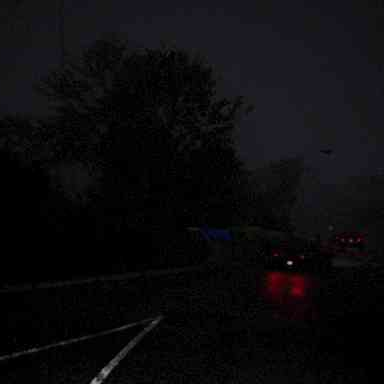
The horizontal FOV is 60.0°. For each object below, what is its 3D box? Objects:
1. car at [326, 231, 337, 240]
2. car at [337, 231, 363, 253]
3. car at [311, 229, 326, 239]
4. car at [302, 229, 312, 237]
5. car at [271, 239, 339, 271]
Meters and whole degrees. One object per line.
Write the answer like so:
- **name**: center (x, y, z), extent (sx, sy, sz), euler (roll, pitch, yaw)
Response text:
- **car**: center (20.591, 6.436, 46.341), extent (2.150, 2.045, 5.566), euler (0, -5, 14)
- **car**: center (16.719, 5.178, 35.031), extent (2.150, 2.045, 5.566), euler (-1, -7, 25)
- **car**: center (22.390, 7.426, 56.281), extent (2.097, 1.767, 4.553), euler (0, -4, 4)
- **car**: center (22.963, 8.035, 65.808), extent (1.837, 1.490, 4.892), euler (0, -3, 2)
- **car**: center (5.991, 3.306, 17.527), extent (1.895, 1.301, 4.718), euler (-1, -7, 38)
